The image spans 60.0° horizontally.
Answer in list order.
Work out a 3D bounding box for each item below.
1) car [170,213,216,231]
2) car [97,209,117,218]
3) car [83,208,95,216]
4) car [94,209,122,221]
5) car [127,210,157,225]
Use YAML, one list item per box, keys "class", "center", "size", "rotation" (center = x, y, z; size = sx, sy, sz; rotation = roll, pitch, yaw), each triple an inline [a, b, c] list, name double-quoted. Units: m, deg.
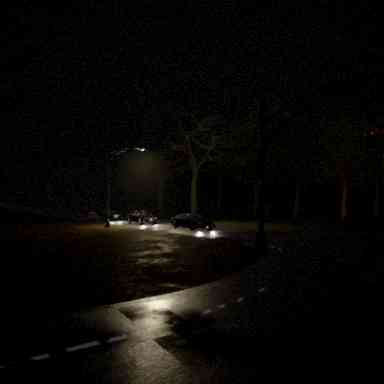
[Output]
- class: "car"
  center: [-0.089, 2.488, 28.521]
  size: [2.033, 1.411, 5.357]
  rotation: [1, -3, -30]
- class: "car"
  center: [-14.738, 3.642, 57.618]
  size: [1.994, 1.385, 4.181]
  rotation: [1, -3, -33]
- class: "car"
  center: [-20.231, 3.862, 65.991]
  size: [2.128, 1.511, 4.902]
  rotation: [1, -2, -33]
- class: "car"
  center: [-11.165, 3.114, 45.425]
  size: [2.128, 1.511, 4.902]
  rotation: [1, -3, -33]
- class: "car"
  center: [-5.587, 2.791, 36.885]
  size: [1.837, 1.490, 4.892]
  rotation: [1, -3, -33]
